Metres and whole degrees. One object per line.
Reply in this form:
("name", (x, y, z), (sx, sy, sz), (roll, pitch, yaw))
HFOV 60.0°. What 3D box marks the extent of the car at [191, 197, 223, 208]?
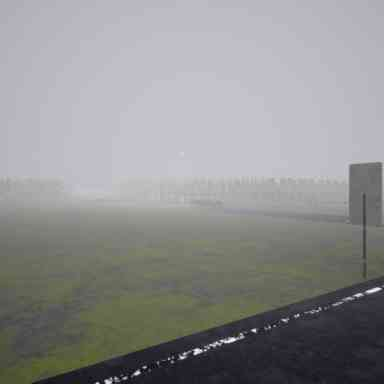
("car", (1.873, 1.334, 43.370), (1.895, 1.301, 4.718), (0, 1, -35))
